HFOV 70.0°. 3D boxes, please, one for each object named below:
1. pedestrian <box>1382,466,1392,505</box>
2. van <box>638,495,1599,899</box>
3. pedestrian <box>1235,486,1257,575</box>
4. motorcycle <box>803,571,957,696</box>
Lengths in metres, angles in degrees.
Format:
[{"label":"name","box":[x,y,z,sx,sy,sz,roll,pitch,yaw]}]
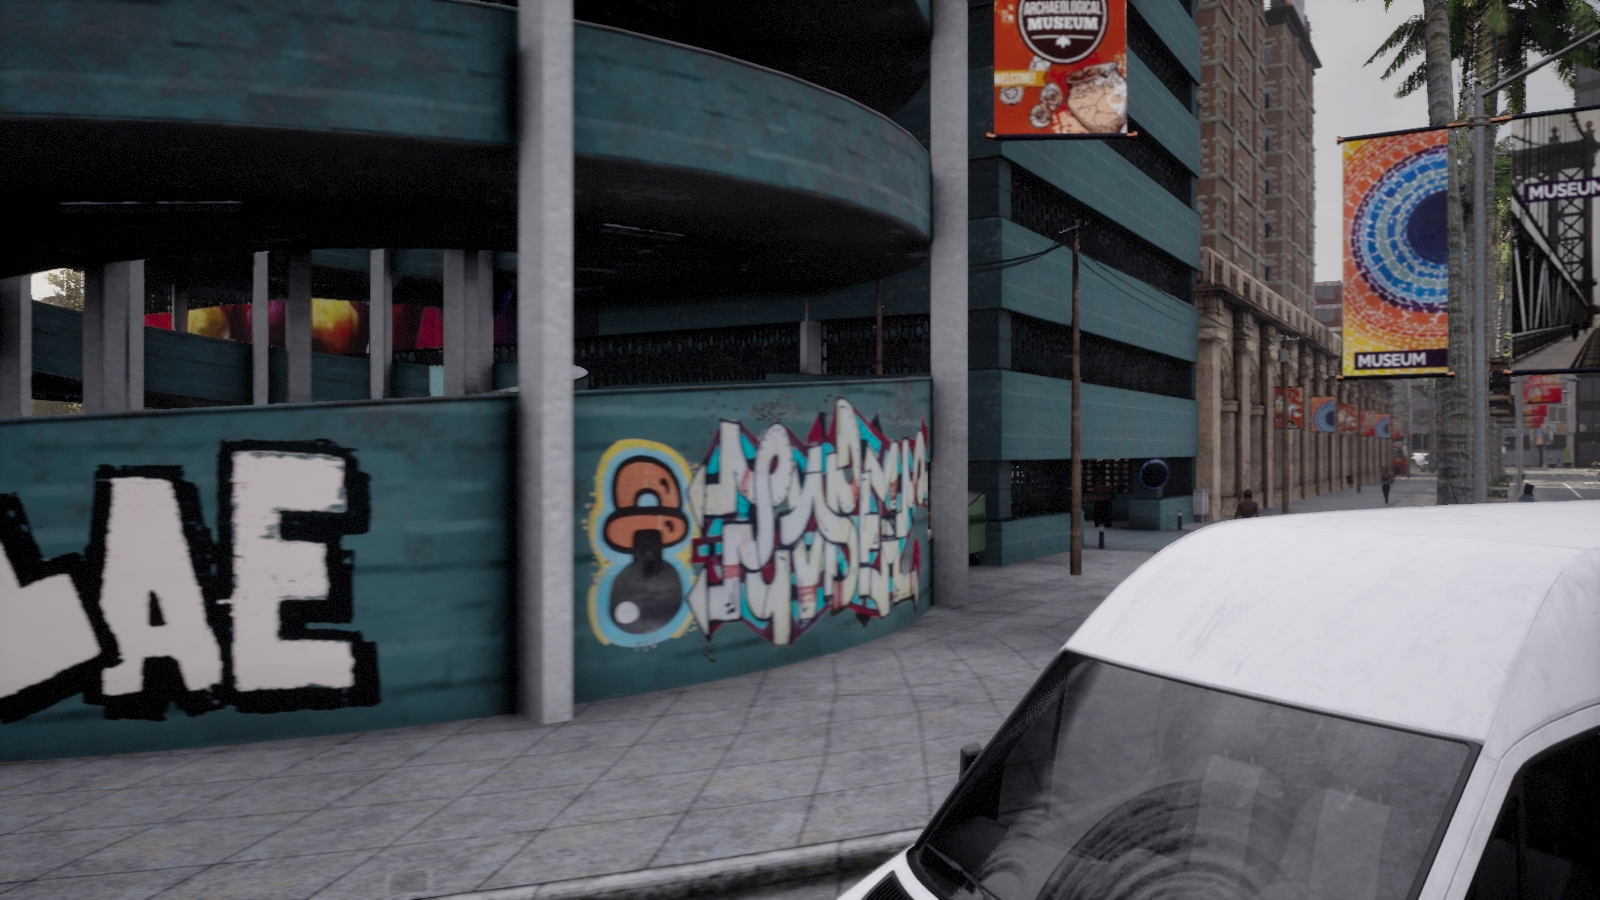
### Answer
[{"label":"pedestrian","box":[28.573,1.728,55.617,0.375,1.860,0.375,0,0,31]},{"label":"van","box":[2.538,1.537,4.312,5.915,2.561,1.988,0,0,-28]},{"label":"pedestrian","box":[9.536,1.711,24.428,0.375,1.860,0.375,0,0,34]},{"label":"motorcycle","box":[1.000,2.192,13.968,1.805,1.236,0.856,0,0,-42]}]
